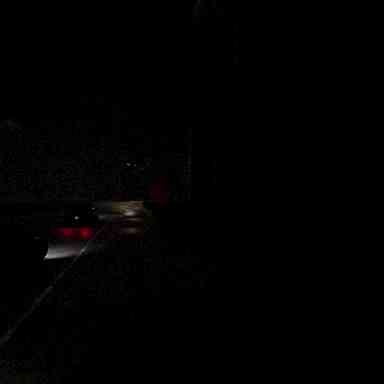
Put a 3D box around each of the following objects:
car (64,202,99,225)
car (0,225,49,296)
[{"bbox_3d":[-7.951,1.480,24.175,2.128,1.511,4.902,0,0,-9],"label":"car"},{"bbox_3d":[-5.218,1.549,8.423,2.033,1.411,5.357,0,0,-10],"label":"car"}]
